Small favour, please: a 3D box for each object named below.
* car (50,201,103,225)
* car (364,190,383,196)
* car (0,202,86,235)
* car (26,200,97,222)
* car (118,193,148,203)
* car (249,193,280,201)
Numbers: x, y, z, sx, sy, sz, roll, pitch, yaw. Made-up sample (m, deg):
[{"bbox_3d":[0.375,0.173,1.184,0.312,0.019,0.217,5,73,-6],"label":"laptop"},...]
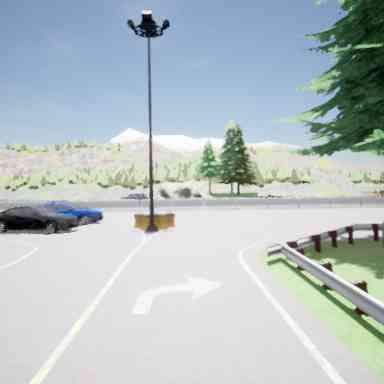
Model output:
[{"bbox_3d":[-8.719,1.476,23.003,5.008,1.535,1.882,-1,1,-1],"label":"car"},{"bbox_3d":[29.577,0.469,52.098,5.008,1.535,1.882,-1,1,-1],"label":"car"},{"bbox_3d":[-8.999,1.537,19.081,5.008,1.535,1.882,-1,0,10],"label":"car"},{"bbox_3d":[-10.316,1.478,26.464,4.892,1.490,1.837,-1,1,-1],"label":"car"},{"bbox_3d":[-9.094,0.948,51.196,4.553,1.767,2.097,-1,1,-1],"label":"car"},{"bbox_3d":[11.137,0.881,51.681,4.718,1.301,1.895,-1,1,-1],"label":"car"}]
